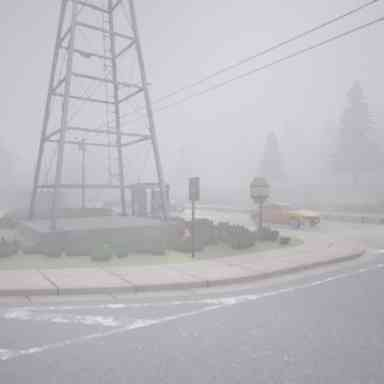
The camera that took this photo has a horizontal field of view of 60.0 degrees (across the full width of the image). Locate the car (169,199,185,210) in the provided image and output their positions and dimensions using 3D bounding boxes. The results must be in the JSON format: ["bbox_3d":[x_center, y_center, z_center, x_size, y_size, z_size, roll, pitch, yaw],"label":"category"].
[{"bbox_3d":[-2.582,1.476,34.680,2.128,1.511,4.902,0,0,-34],"label":"car"}]

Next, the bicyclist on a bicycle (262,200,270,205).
[{"bbox_3d":[7.262,1.382,32.660,1.656,1.620,0.582,-7,4,-34],"label":"bicyclist on a bicycle"}]

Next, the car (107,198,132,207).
[{"bbox_3d":[-10.341,1.547,46.516,4.181,1.385,1.994,0,0,8],"label":"car"}]

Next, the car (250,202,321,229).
[{"bbox_3d":[6.037,1.461,22.013,1.882,1.535,5.008,0,0,-34],"label":"car"}]
